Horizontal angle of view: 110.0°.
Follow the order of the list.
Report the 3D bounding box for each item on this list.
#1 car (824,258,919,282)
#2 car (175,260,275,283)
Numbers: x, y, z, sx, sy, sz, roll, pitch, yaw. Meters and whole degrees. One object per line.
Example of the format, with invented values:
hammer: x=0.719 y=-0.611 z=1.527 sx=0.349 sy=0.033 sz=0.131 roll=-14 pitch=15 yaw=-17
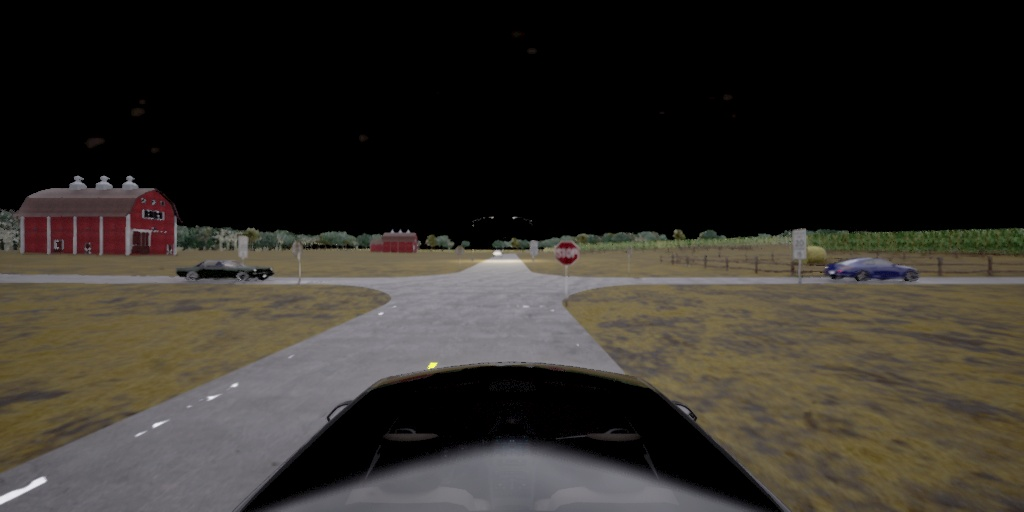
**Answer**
car: x=21.702 y=0.828 z=21.766 sx=4.674 sy=1.442 sz=1.812 roll=0 pitch=0 yaw=0
car: x=-17.122 y=0.887 z=21.602 sx=4.718 sy=1.301 sz=1.895 roll=0 pitch=0 yaw=0
